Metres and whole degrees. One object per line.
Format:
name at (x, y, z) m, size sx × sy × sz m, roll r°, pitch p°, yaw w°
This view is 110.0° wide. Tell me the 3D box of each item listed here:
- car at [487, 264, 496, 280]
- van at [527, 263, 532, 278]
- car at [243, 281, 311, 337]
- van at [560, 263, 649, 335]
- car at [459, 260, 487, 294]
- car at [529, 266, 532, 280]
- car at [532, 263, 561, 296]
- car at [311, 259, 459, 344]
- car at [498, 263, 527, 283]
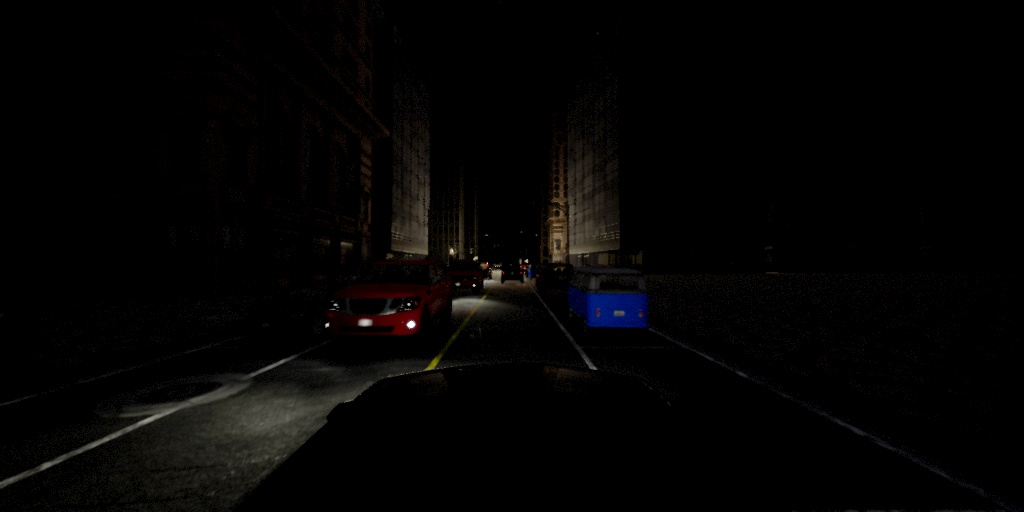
car at (-3.142, 1.869, 38.567) m, size 1.994 × 1.385 × 4.181 m, roll 0°, pitch -1°, yaw 0°
van at (2.626, 1.636, 38.061) m, size 1.690 × 1.789 × 3.998 m, roll 0°, pitch 0°, yaw 0°
car at (-5.865, 1.425, 10.763) m, size 1.888 × 1.381 × 4.507 m, roll 0°, pitch 0°, yaw 0°
van at (2.660, 1.218, 10.764) m, size 1.690 × 1.789 × 3.998 m, roll 0°, pitch 0°, yaw 0°
car at (-3.077, 1.286, 23.390) m, size 2.150 × 2.045 × 5.566 m, roll 0°, pitch -1°, yaw 1°
car at (2.640, 1.673, 27.143) m, size 2.007 × 1.370 × 4.403 m, roll 0°, pitch 0°, yaw 0°
car at (2.647, 1.354, 21.683) m, size 2.192 × 1.841 × 5.009 m, roll 0°, pitch 0°, yaw 0°
car at (-3.100, 1.096, 10.336) m, size 2.150 × 2.045 × 5.566 m, roll 0°, pitch -1°, yaw 0°
car at (0.049, 1.577, 33.649) m, size 2.097 × 1.767 × 4.553 m, roll 0°, pitch -1°, yaw 0°
